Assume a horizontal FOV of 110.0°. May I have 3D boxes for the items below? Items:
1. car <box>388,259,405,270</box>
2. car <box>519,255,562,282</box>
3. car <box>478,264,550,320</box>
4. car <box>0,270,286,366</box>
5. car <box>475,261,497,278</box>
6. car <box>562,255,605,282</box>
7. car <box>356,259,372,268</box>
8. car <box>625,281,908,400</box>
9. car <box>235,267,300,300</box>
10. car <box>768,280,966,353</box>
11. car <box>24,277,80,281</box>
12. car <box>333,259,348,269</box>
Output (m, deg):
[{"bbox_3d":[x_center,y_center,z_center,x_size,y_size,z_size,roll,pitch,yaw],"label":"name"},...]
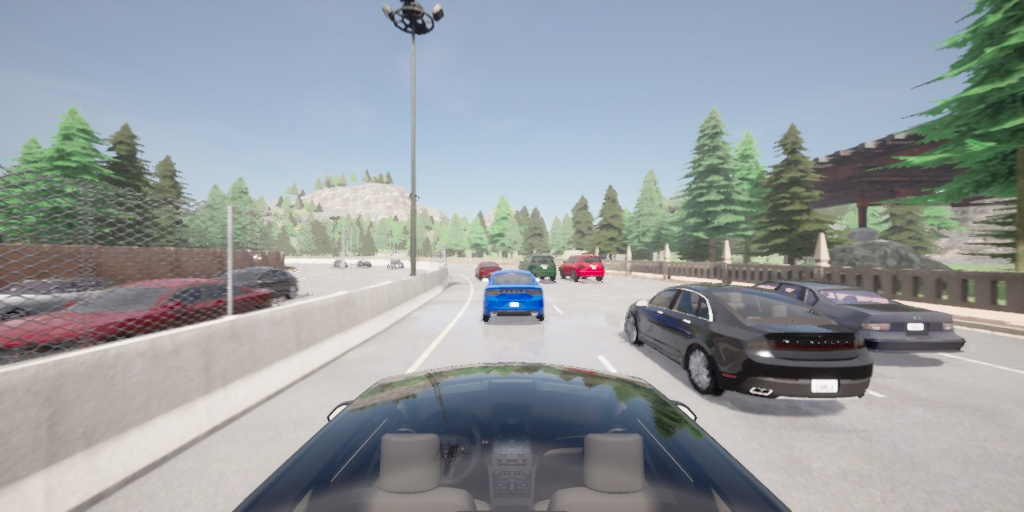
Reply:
[{"bbox_3d":[-16.968,1.232,52.549,1.812,1.442,4.674,0,0,-25],"label":"car"},{"bbox_3d":[1.902,0.949,28.500,2.150,2.045,5.566,0,0,-10],"label":"car"},{"bbox_3d":[-0.017,1.218,12.589,1.882,1.535,5.008,0,0,-2],"label":"car"},{"bbox_3d":[-7.137,1.223,7.225,1.882,1.535,5.008,0,0,0],"label":"car"},{"bbox_3d":[-2.110,1.203,30.831,1.882,1.535,5.008,0,0,-11],"label":"car"},{"bbox_3d":[5.454,0.949,28.518,2.150,2.045,5.566,0,0,-9],"label":"car"},{"bbox_3d":[-24.420,1.249,59.060,2.033,1.411,5.357,0,0,-31],"label":"car"},{"bbox_3d":[3.592,1.251,6.560,1.837,1.490,4.892,0,0,0],"label":"car"},{"bbox_3d":[-10.808,1.243,14.906,1.837,1.490,4.892,1,0,-3],"label":"car"},{"bbox_3d":[7.079,1.291,8.827,2.033,1.411,5.357,0,0,-1],"label":"car"},{"bbox_3d":[-14.113,1.343,11.015,1.895,1.301,4.718,0,0,-1],"label":"car"},{"bbox_3d":[-27.065,1.230,56.581,1.812,1.442,4.674,0,0,-30],"label":"car"}]
